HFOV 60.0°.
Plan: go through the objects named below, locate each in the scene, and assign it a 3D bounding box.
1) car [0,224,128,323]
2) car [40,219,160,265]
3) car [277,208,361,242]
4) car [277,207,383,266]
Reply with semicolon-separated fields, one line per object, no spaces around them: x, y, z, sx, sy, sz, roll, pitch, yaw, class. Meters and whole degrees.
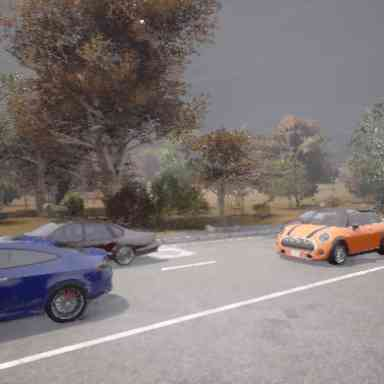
-3.684;1.523;5.664;4.674;1.442;1.812;0;0;-35;car
-3.615;1.547;10.011;5.357;1.411;2.033;0;0;-35;car
6.704;1.607;17.332;4.674;1.442;1.812;1;0;-35;car
5.149;1.408;11.943;4.553;1.767;2.097;0;0;-35;car
